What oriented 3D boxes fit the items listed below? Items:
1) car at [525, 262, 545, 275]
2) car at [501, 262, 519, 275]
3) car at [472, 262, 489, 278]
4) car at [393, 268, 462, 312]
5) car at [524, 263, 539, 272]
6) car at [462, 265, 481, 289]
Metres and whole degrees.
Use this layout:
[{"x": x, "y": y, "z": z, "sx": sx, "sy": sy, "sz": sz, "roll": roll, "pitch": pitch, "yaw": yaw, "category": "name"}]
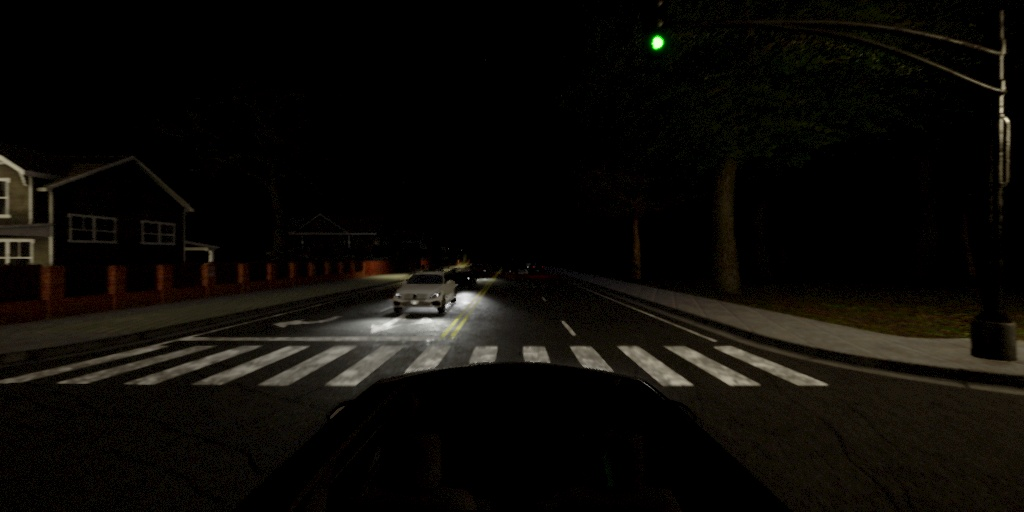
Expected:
[{"x": 3.007, "y": 1.510, "z": 44.127, "sx": 2.128, "sy": 1.511, "sz": 4.902, "roll": 0, "pitch": 0, "yaw": 0, "category": "car"}, {"x": -0.244, "y": 1.523, "z": 44.104, "sx": 1.837, "sy": 1.490, "sz": 4.892, "roll": 0, "pitch": 0, "yaw": 0, "category": "car"}, {"x": -3.535, "y": 1.460, "z": 38.179, "sx": 1.882, "sy": 1.535, "sz": 5.008, "roll": 0, "pitch": -1, "yaw": 0, "category": "car"}, {"x": -3.388, "y": 1.359, "z": 14.753, "sx": 1.812, "sy": 1.442, "sz": 4.674, "roll": 0, "pitch": 0, "yaw": 0, "category": "car"}, {"x": 2.937, "y": 1.683, "z": 54.764, "sx": 1.895, "sy": 1.301, "sz": 4.718, "roll": 0, "pitch": 0, "yaw": 0, "category": "car"}, {"x": -3.457, "y": 1.499, "z": 24.720, "sx": 1.895, "sy": 1.301, "sz": 4.718, "roll": 0, "pitch": 0, "yaw": 0, "category": "car"}]
